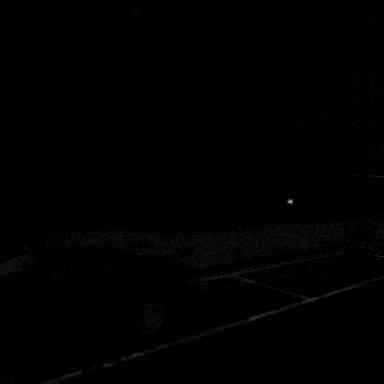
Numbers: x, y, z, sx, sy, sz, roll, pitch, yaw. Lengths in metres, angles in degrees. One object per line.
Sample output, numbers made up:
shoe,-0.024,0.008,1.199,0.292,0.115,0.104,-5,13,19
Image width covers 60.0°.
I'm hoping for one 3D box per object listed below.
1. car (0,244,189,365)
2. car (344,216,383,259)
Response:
car,-2.163,1.541,4.995,4.507,1.381,1.887,0,0,-35
car,7.035,1.505,11.554,4.403,1.369,2.008,0,0,-35
